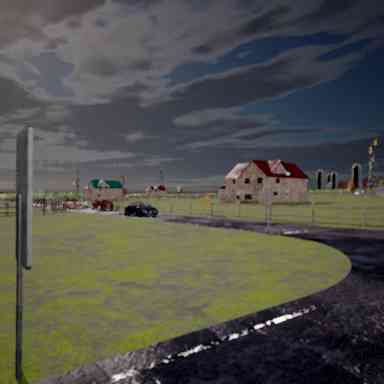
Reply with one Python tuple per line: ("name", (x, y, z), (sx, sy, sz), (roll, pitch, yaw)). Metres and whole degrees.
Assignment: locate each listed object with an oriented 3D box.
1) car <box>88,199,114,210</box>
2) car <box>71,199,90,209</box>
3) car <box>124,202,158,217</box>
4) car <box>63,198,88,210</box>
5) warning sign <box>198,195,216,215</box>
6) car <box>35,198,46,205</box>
("car", (-12.925, 1.816, 47.965), (1.882, 1.535, 5.008), (1, -1, -35))
("car", (-18.848, 1.988, 56.041), (1.812, 1.442, 4.674), (1, -1, -36))
("car", (-4.953, 1.666, 32.044), (1.994, 1.385, 4.181), (1, -1, -36))
("car", (-17.797, 1.718, 49.905), (2.097, 1.767, 4.553), (1, -1, -36))
("warning sign", (1.467, 1.222, 32.246), (1.300, 1.860, 1.060), (1, -1, -36))
("car", (-38.504, 2.277, 84.764), (2.097, 1.767, 4.553), (1, -1, -36))
